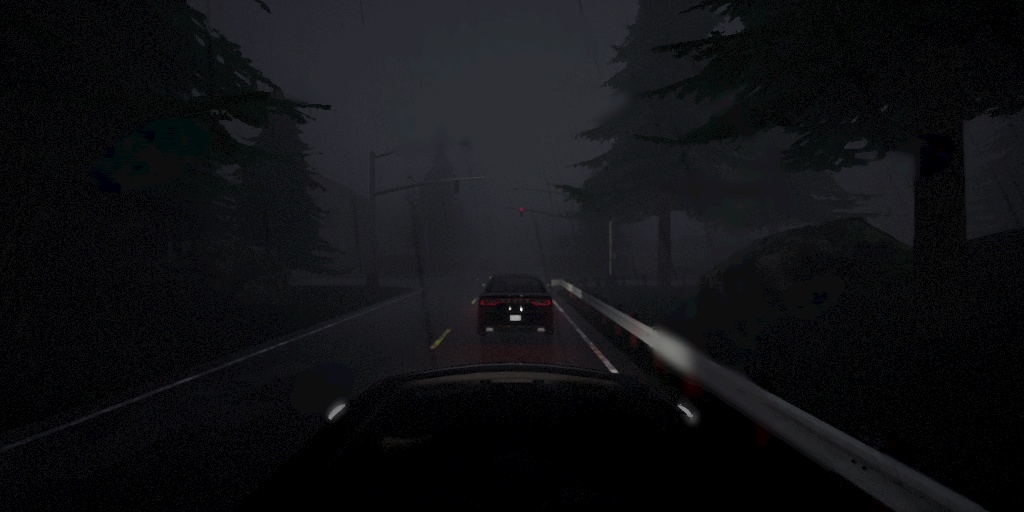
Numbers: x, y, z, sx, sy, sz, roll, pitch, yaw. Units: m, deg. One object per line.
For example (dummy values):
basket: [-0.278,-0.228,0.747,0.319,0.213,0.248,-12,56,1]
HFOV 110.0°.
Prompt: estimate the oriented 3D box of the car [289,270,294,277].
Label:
car: [-19.127,0.945,26.310,5.566,2.045,2.150,0,0,1]

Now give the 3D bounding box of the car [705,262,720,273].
car: [17.130,1.201,25.828,5.008,1.535,1.882,0,0,0]

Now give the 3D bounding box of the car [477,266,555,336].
car: [0.110,1.224,10.455,1.882,1.535,5.008,0,0,1]

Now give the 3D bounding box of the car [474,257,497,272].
car: [-3.316,1.208,45.088,1.882,1.535,5.008,0,0,1]

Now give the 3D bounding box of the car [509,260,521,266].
car: [0.474,1.287,60.764,1.994,1.385,4.181,0,0,0]

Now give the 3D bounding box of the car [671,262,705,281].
car: [15.259,1.213,29.558,4.902,1.511,2.128,0,0,0]
